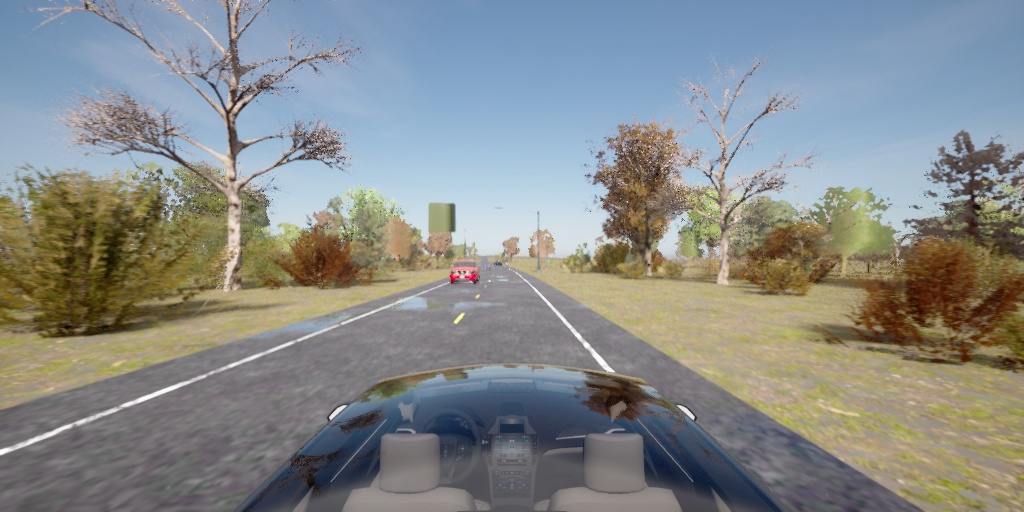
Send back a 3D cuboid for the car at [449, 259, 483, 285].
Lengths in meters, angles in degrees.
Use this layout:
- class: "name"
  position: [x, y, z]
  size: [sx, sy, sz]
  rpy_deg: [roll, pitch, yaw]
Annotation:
- class: "car"
  position: [-3.914, 1.311, 30.536]
  size: [2.150, 2.045, 5.566]
  rpy_deg: [0, -1, -1]
